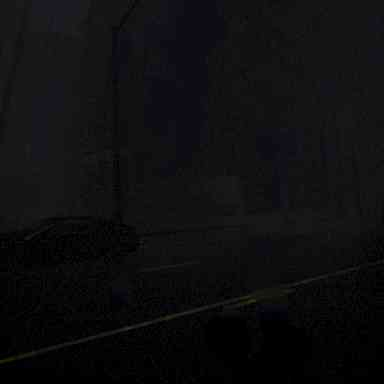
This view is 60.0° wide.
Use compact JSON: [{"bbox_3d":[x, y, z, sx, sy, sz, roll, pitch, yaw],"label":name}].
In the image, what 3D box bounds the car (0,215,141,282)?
[{"bbox_3d":[-3.905,1.477,9.794,4.902,1.511,2.128,0,0,-35],"label":"car"}]
